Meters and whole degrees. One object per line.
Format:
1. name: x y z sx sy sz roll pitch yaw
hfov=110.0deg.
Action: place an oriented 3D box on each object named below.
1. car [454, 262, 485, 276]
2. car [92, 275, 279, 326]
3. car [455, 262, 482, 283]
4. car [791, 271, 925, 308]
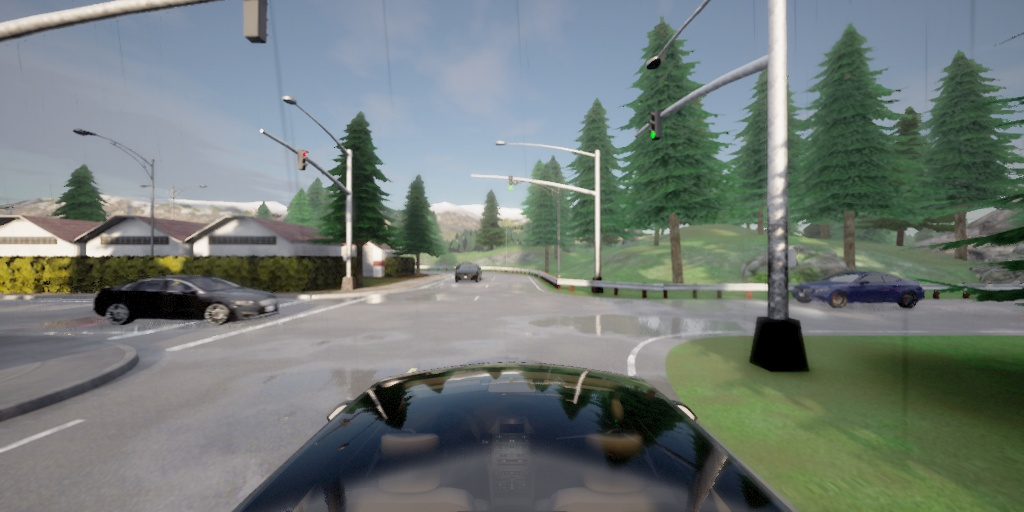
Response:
1. car: -5.113 1.469 42.340 2.128 1.511 4.902 0 0 -26
2. car: -10.131 1.366 11.377 4.902 1.511 2.128 1 0 0
3. car: -3.613 1.388 30.330 1.882 1.535 5.008 0 0 0
4. car: 14.513 1.366 15.136 4.674 1.442 1.812 0 0 -1
